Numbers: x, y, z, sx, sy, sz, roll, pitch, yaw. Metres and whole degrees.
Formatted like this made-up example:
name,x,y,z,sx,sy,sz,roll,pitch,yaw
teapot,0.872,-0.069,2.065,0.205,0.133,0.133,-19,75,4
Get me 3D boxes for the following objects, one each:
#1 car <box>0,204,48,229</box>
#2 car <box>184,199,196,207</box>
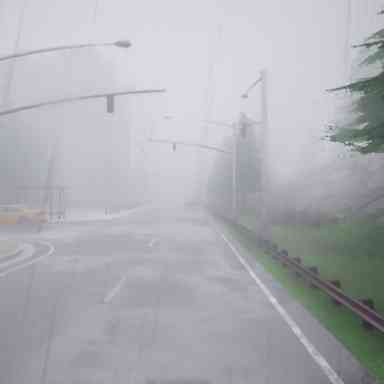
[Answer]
name,x,y,z,sx,sy,sz,roll,pitch,yaw
car,-12.334,1.603,22.335,5.008,1.535,1.882,0,-1,-2
car,-0.351,1.900,59.430,1.994,1.385,4.181,0,0,0
